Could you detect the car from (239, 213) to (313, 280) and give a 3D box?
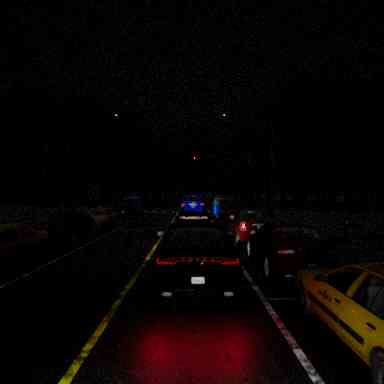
[{"bbox_3d":[2.756,1.550,9.839,1.887,1.381,4.507,0,0,0],"label":"car"}]

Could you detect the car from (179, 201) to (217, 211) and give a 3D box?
[{"bbox_3d":[0.089,1.504,19.061,2.128,1.511,4.902,0,0,0],"label":"car"}]

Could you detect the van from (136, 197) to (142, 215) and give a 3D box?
[{"bbox_3d":[-5.777,1.363,31.587,1.690,1.788,3.998,0,0,0],"label":"van"}]

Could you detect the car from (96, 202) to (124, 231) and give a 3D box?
[{"bbox_3d":[-5.773,1.539,20.542,1.752,1.417,4.829,0,0,0],"label":"car"}]

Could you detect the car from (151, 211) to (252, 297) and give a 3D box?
[{"bbox_3d":[0.091,1.483,8.617,1.882,1.535,5.008,0,0,0],"label":"car"}]

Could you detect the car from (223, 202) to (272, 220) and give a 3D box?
[{"bbox_3d":[2.754,1.449,15.277,1.967,1.590,4.097,0,0,0],"label":"car"}]

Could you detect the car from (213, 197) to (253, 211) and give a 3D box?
[{"bbox_3d":[2.752,1.328,20.715,2.192,1.841,5.009,0,0,0],"label":"car"}]

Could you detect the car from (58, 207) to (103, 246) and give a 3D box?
[{"bbox_3d":[-5.771,1.575,15.274,1.947,1.339,4.313,0,0,0],"label":"car"}]

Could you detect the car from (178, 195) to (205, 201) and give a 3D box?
[{"bbox_3d":[0.012,1.242,29.428,2.150,2.045,5.566,0,0,-2],"label":"car"}]

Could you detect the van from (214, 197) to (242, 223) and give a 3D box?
[{"bbox_3d":[2.750,1.359,26.152,1.690,1.788,3.998,0,0,0],"label":"van"}]

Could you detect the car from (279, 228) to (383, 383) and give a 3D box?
[{"bbox_3d":[2.758,1.528,4.571,1.752,1.417,4.829,0,0,0],"label":"car"}]

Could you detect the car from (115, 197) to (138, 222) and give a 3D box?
[{"bbox_3d":[-5.775,1.458,26.149,1.967,1.590,4.097,0,0,0],"label":"car"}]

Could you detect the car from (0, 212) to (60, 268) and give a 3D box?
[{"bbox_3d":[-5.769,1.531,9.666,1.752,1.417,4.829,0,0,0],"label":"car"}]
